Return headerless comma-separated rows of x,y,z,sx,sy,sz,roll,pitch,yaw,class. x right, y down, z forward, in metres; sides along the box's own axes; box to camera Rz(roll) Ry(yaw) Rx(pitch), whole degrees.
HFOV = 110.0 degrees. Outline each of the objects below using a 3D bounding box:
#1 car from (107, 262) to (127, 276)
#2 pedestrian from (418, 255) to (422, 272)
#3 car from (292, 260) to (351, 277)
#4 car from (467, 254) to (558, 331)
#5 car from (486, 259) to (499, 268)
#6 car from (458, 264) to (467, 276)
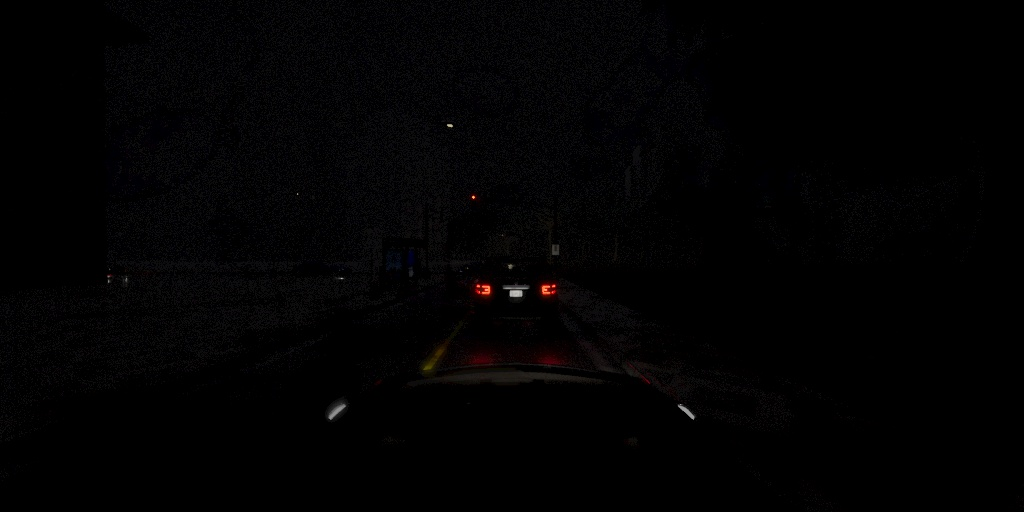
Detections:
-38.908,1.136,33.392,4.892,1.490,1.837,0,1,2,car
-10.058,0.800,38.859,0.375,1.860,0.375,0,0,1,pedestrian
-17.387,1.170,32.816,5.008,1.535,1.882,0,1,1,car
0.103,0.968,11.066,2.150,2.045,5.566,0,0,0,car
-3.049,1.211,58.033,1.812,1.442,4.674,0,0,0,car
-3.060,1.248,35.551,4.674,1.442,1.812,0,1,-36,car
